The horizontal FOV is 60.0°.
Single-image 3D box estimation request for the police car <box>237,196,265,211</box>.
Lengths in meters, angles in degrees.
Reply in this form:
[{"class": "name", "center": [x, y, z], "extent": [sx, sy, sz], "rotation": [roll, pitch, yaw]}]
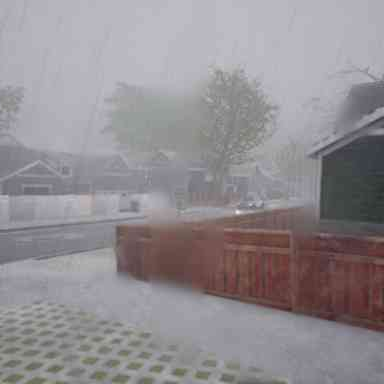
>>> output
[{"class": "police car", "center": [6.888, 1.289, 38.979], "extent": [2.038, 1.542, 4.974], "rotation": [3, 2, 30]}]
